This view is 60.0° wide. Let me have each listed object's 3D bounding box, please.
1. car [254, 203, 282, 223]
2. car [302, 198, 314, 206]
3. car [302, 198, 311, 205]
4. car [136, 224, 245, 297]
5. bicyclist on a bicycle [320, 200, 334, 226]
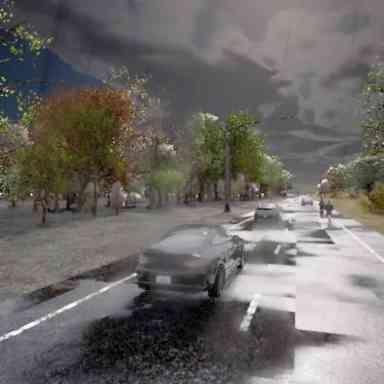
[{"bbox_3d":[6.240,1.624,27.047,2.128,1.511,4.902,0,0,18],"label":"car"},{"bbox_3d":[20.995,1.840,60.412,1.994,1.385,4.181,0,0,18],"label":"car"},{"bbox_3d":[24.105,1.918,70.116,1.895,1.301,4.718,0,0,18],"label":"car"},{"bbox_3d":[0.171,1.575,8.733,1.812,1.442,4.674,0,0,18],"label":"car"},{"bbox_3d":[9.653,1.473,23.462,0.659,1.776,1.843,0,0,18],"label":"bicyclist on a bicycle"}]
